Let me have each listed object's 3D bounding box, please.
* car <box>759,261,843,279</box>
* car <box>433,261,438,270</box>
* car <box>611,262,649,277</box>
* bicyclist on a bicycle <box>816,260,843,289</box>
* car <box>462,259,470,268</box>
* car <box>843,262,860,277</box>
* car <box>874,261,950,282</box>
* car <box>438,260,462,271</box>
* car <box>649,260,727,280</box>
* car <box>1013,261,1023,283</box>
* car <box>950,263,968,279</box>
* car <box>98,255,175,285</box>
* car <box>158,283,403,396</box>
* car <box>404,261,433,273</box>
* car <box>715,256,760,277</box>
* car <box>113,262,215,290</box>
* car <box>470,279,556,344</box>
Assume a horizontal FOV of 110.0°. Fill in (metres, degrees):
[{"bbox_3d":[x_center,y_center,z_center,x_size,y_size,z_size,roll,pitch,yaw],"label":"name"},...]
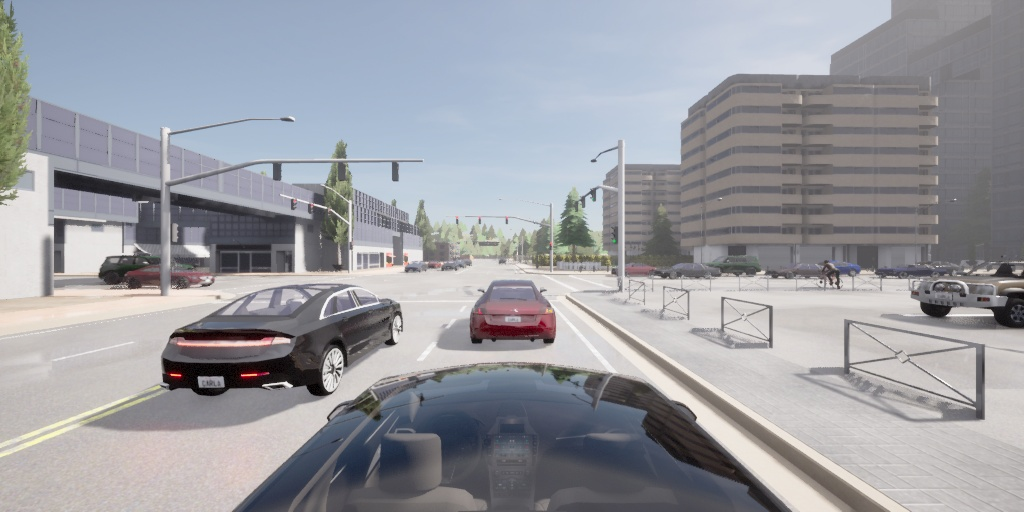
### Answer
[{"bbox_3d":[25.302,1.297,31.479,5.357,1.411,2.033,0,0,-2],"label":"car"},{"bbox_3d":[-12.010,1.350,54.153,1.895,1.301,4.718,0,0,-1],"label":"car"},{"bbox_3d":[11.742,1.314,34.576,4.181,1.385,1.994,0,0,-2],"label":"car"},{"bbox_3d":[17.925,1.052,20.271,0.582,1.620,1.656,0,0,-2],"label":"bicyclist on a bicycle"},{"bbox_3d":[-8.633,1.297,59.232,2.033,1.411,5.357,0,0,-1],"label":"car"},{"bbox_3d":[31.111,1.228,35.150,5.008,1.535,1.882,0,0,-2],"label":"car"},{"bbox_3d":[35.165,1.351,31.761,4.718,1.301,1.895,0,0,-2],"label":"car"},{"bbox_3d":[-8.369,1.314,48.935,1.994,1.385,4.181,0,0,-2],"label":"car"},{"bbox_3d":[15.232,1.297,31.179,5.357,1.411,2.033,0,0,-2],"label":"car"},{"bbox_3d":[43.298,1.314,28.363,4.181,1.385,1.994,0,0,-1],"label":"car"},{"bbox_3d":[41.227,1.255,35.414,4.892,1.490,1.837,0,0,-1],"label":"car"},{"bbox_3d":[-25.896,0.973,25.592,5.566,2.045,2.150,0,0,-1],"label":"car"},{"bbox_3d":[-3.475,1.242,6.564,2.128,1.511,4.902,0,0,0],"label":"car"},{"bbox_3d":[-11.770,1.297,44.479,2.033,1.411,5.357,0,0,-1],"label":"car"},{"bbox_3d":[21.085,0.971,34.857,5.566,2.045,2.150,0,0,-2],"label":"car"},{"bbox_3d":[-21.185,1.275,22.208,4.674,1.442,1.812,0,0,-1],"label":"car"},{"bbox_3d":[0.010,1.314,9.623,1.994,1.385,4.181,0,0,0],"label":"car"}]
